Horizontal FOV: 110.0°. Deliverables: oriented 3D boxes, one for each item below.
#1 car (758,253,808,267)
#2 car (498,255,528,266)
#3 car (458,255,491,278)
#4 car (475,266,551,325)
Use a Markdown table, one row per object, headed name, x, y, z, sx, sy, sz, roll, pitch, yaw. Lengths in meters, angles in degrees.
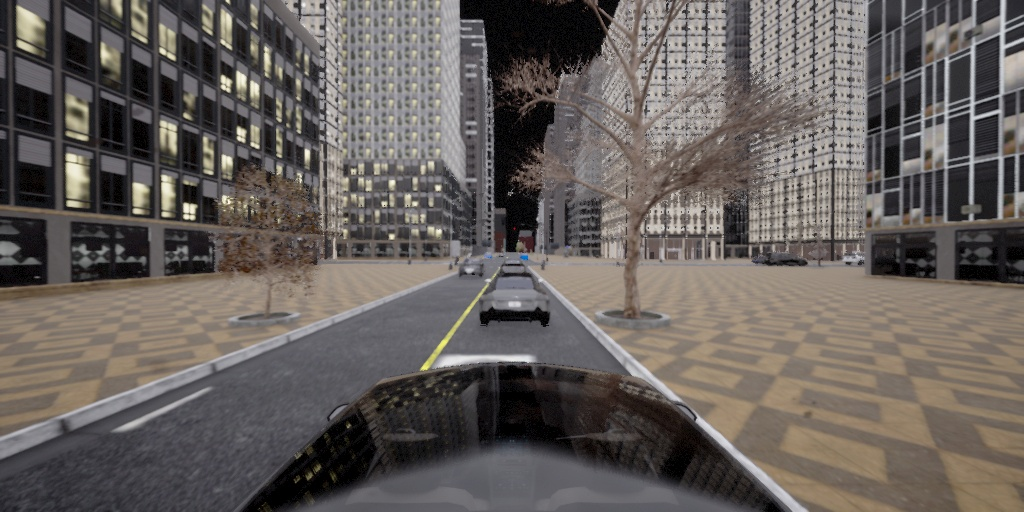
| name | x | y | z | sx | sy | sz | roll | pitch | yaw |
| --- | --- | --- | --- | --- | --- | --- | --- | --- | --- |
| car | 39.470 | 0.585 | 51.874 | 5.566 | 2.045 | 2.150 | 0 | 0 | -2 |
| car | 0.073 | 0.915 | 26.445 | 2.128 | 1.511 | 4.902 | 0 | 1 | 0 |
| car | -3.101 | 0.889 | 28.570 | 2.128 | 1.511 | 4.902 | 0 | 1 | 0 |
| car | 0.079 | 1.189 | 11.242 | 1.994 | 1.385 | 4.181 | 0 | 1 | 0 |
